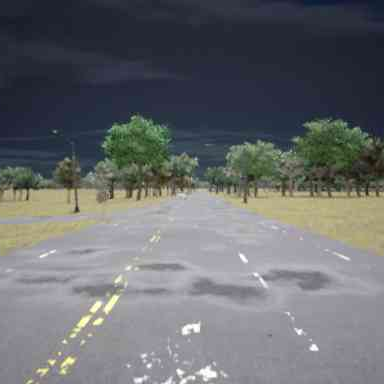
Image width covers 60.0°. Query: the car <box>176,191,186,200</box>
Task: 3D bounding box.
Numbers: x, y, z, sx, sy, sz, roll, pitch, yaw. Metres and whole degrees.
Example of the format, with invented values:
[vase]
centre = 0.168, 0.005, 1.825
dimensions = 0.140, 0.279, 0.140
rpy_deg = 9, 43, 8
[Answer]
[car]
centre = -2.483, 0.846, 78.254
dimensions = 2.150, 2.045, 5.566
rpy_deg = 0, 1, 2
